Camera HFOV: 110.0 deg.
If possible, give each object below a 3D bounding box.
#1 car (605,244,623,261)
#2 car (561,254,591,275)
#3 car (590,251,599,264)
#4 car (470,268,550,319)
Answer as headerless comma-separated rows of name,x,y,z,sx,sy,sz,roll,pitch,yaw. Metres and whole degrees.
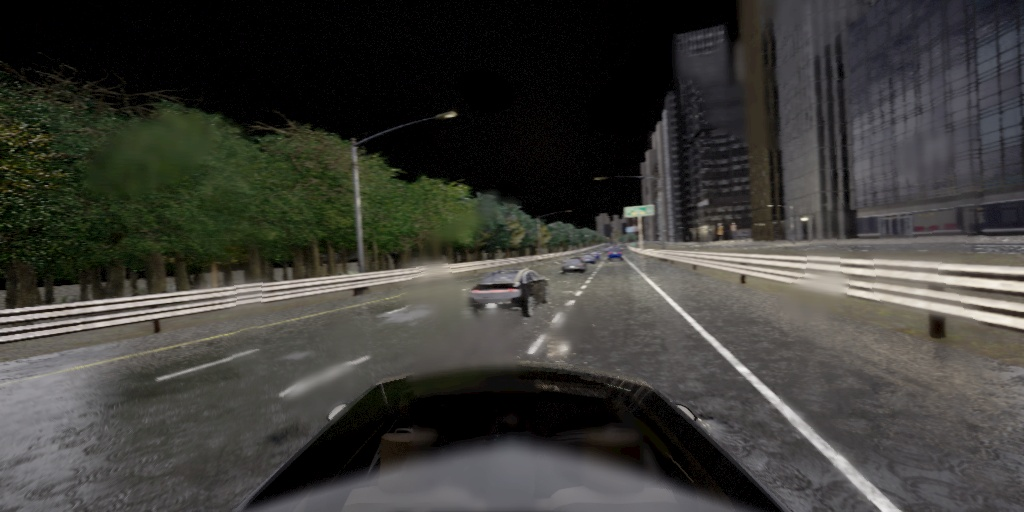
car,16.509,-0.348,57.378,2.150,2.045,5.566,-4,0,16
car,5.567,0.825,31.833,1.994,1.385,4.181,-4,0,16
car,10.601,0.416,49.635,1.994,1.385,4.181,-4,0,16
car,0.092,1.189,12.619,2.128,1.511,4.902,-4,0,16
